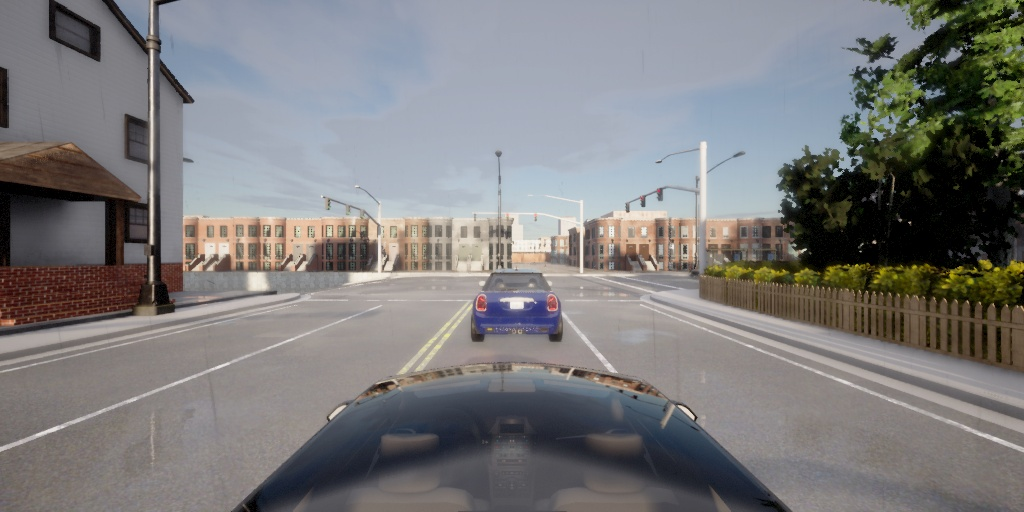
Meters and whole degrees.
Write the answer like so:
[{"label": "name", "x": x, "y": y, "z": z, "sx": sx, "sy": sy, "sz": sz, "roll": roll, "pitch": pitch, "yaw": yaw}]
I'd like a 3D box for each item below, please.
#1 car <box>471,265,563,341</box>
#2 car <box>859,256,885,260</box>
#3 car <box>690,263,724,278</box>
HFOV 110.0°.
[{"label": "car", "x": 0.108, "y": 1.102, "z": 9.994, "sx": 2.097, "sy": 1.767, "sz": 4.553, "roll": 0, "pitch": 0, "yaw": 0}, {"label": "car", "x": 28.870, "y": 0.974, "z": 29.742, "sx": 5.566, "sy": 2.045, "sz": 2.150, "roll": 0, "pitch": 0, "yaw": 0}, {"label": "car", "x": 17.770, "y": 1.298, "z": 29.707, "sx": 5.357, "sy": 1.411, "sz": 2.033, "roll": 0, "pitch": 0, "yaw": 0}]
